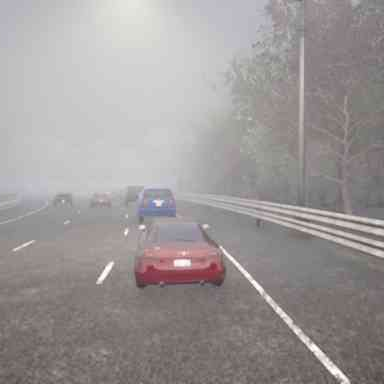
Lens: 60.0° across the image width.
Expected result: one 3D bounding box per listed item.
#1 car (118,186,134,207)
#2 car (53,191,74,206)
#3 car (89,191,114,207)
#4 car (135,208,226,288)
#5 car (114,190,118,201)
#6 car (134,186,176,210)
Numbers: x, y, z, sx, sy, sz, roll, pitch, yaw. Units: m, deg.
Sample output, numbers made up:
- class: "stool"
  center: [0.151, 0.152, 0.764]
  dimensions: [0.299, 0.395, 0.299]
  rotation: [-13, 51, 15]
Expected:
- class: "car"
  center: [-6.075, 0.364, 34.572]
  dimensions: [2.150, 2.045, 5.566]
  rotation: [0, 2, -18]
- class: "car"
  center: [-13.719, 0.625, 35.520]
  dimensions: [1.837, 1.490, 4.892]
  rotation: [0, 1, -20]
- class: "car"
  center: [-9.292, 0.732, 33.527]
  dimensions: [1.994, 1.385, 4.181]
  rotation: [0, 1, -18]
- class: "car"
  center: [-0.439, 1.346, 8.679]
  dimensions: [1.994, 1.385, 4.181]
  rotation: [0, 1, -7]
- class: "car"
  center: [-9.775, 0.455, 44.064]
  dimensions: [2.033, 1.411, 5.357]
  rotation: [-1, 2, -23]
- class: "car"
  center: [-2.334, 0.702, 20.869]
  dimensions: [2.150, 2.045, 5.566]
  rotation: [0, 2, -11]
